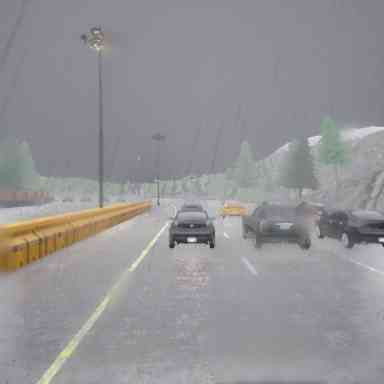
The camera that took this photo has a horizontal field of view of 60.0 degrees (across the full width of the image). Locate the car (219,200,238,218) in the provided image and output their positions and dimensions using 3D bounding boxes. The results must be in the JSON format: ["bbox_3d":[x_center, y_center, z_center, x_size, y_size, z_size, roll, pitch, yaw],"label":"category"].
[{"bbox_3d":[3.523,1.482,29.639,1.882,1.535,5.008,0,0,0],"label":"car"}]

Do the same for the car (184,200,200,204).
[{"bbox_3d":[0.023,1.514,29.643,1.837,1.490,4.892,0,0,0],"label":"car"}]

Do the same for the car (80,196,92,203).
[{"bbox_3d":[-21.736,1.529,68.377,1.994,1.385,4.181,0,0,-13],"label":"car"}]

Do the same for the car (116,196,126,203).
[{"bbox_3d":[-14.968,1.568,70.160,1.895,1.301,4.718,0,0,-13],"label":"car"}]

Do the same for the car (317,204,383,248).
[{"bbox_3d":[7.005,1.514,14.635,1.837,1.490,4.892,0,0,0],"label":"car"}]

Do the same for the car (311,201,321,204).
[{"bbox_3d":[10.523,1.531,29.630,1.812,1.442,4.674,0,0,0],"label":"car"}]

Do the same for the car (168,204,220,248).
[{"bbox_3d":[0.005,1.514,14.643,1.837,1.490,4.892,0,0,0],"label":"car"}]

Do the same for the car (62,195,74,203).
[{"bbox_3d":[-25.116,1.479,67.470,1.837,1.490,4.892,0,0,-13],"label":"car"}]

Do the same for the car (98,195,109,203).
[{"bbox_3d":[-18.362,1.330,69.312,2.097,1.767,4.553,0,0,-13],"label":"car"}]

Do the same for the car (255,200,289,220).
[{"bbox_3d":[7.023,1.514,29.635,1.837,1.490,4.892,0,0,0],"label":"car"}]

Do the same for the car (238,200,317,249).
[{"bbox_3d":[3.505,1.363,14.609,2.097,1.767,4.553,0,0,0],"label":"car"}]
